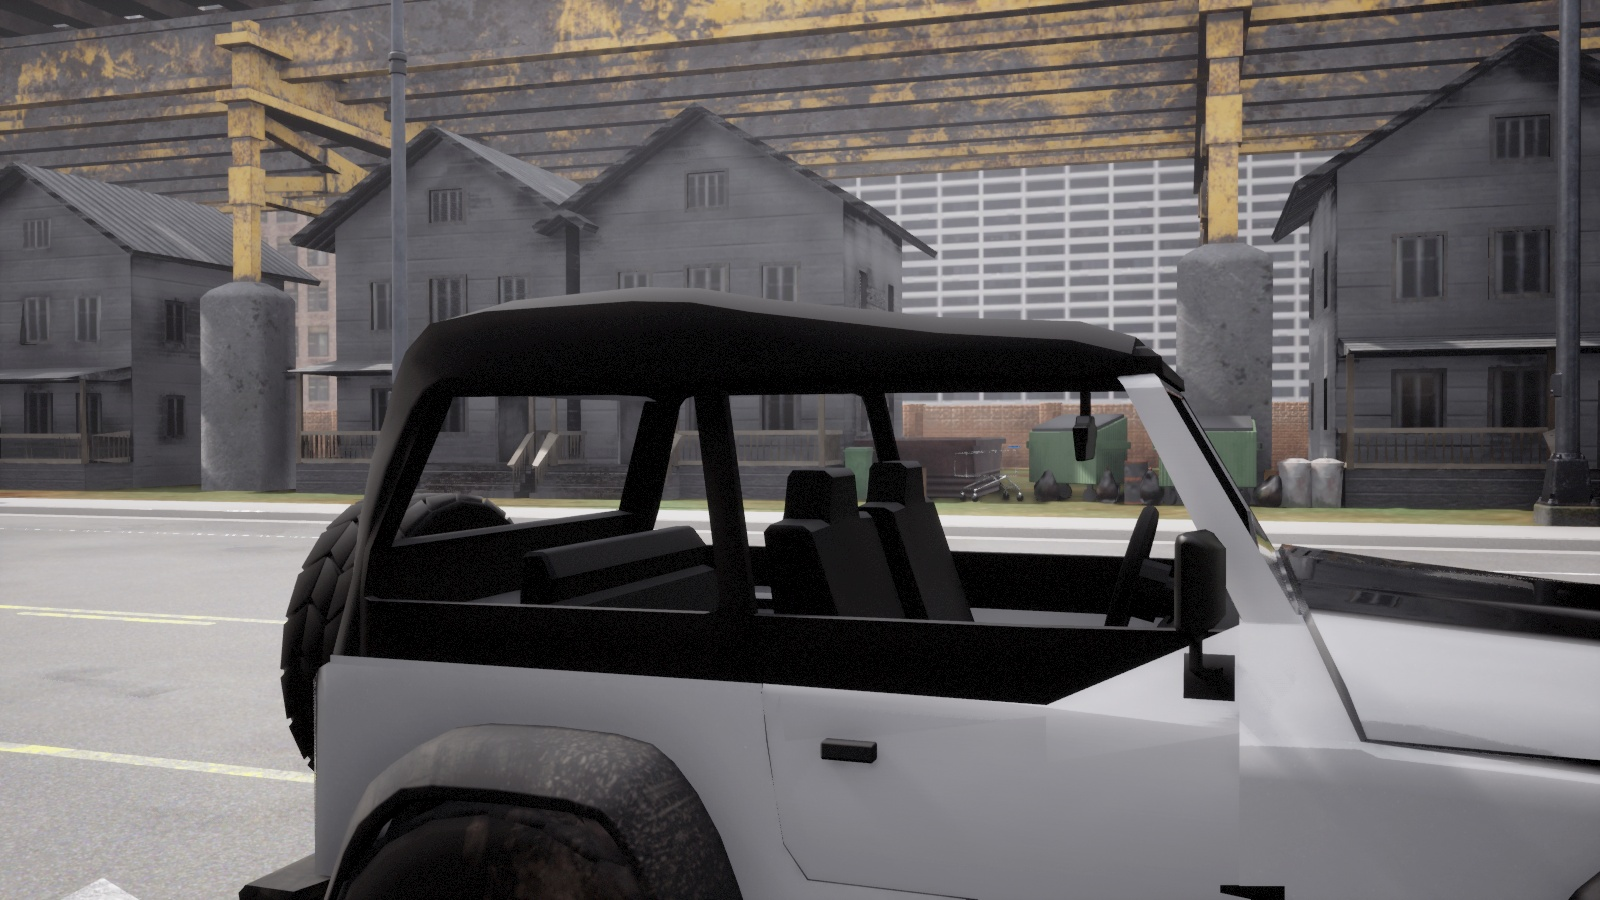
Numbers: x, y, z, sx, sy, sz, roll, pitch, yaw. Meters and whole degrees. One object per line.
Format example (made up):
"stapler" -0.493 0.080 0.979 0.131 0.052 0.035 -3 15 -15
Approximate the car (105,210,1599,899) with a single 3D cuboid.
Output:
"car" 0.641 0.577 2.981 3.866 1.878 1.905 1 1 19
